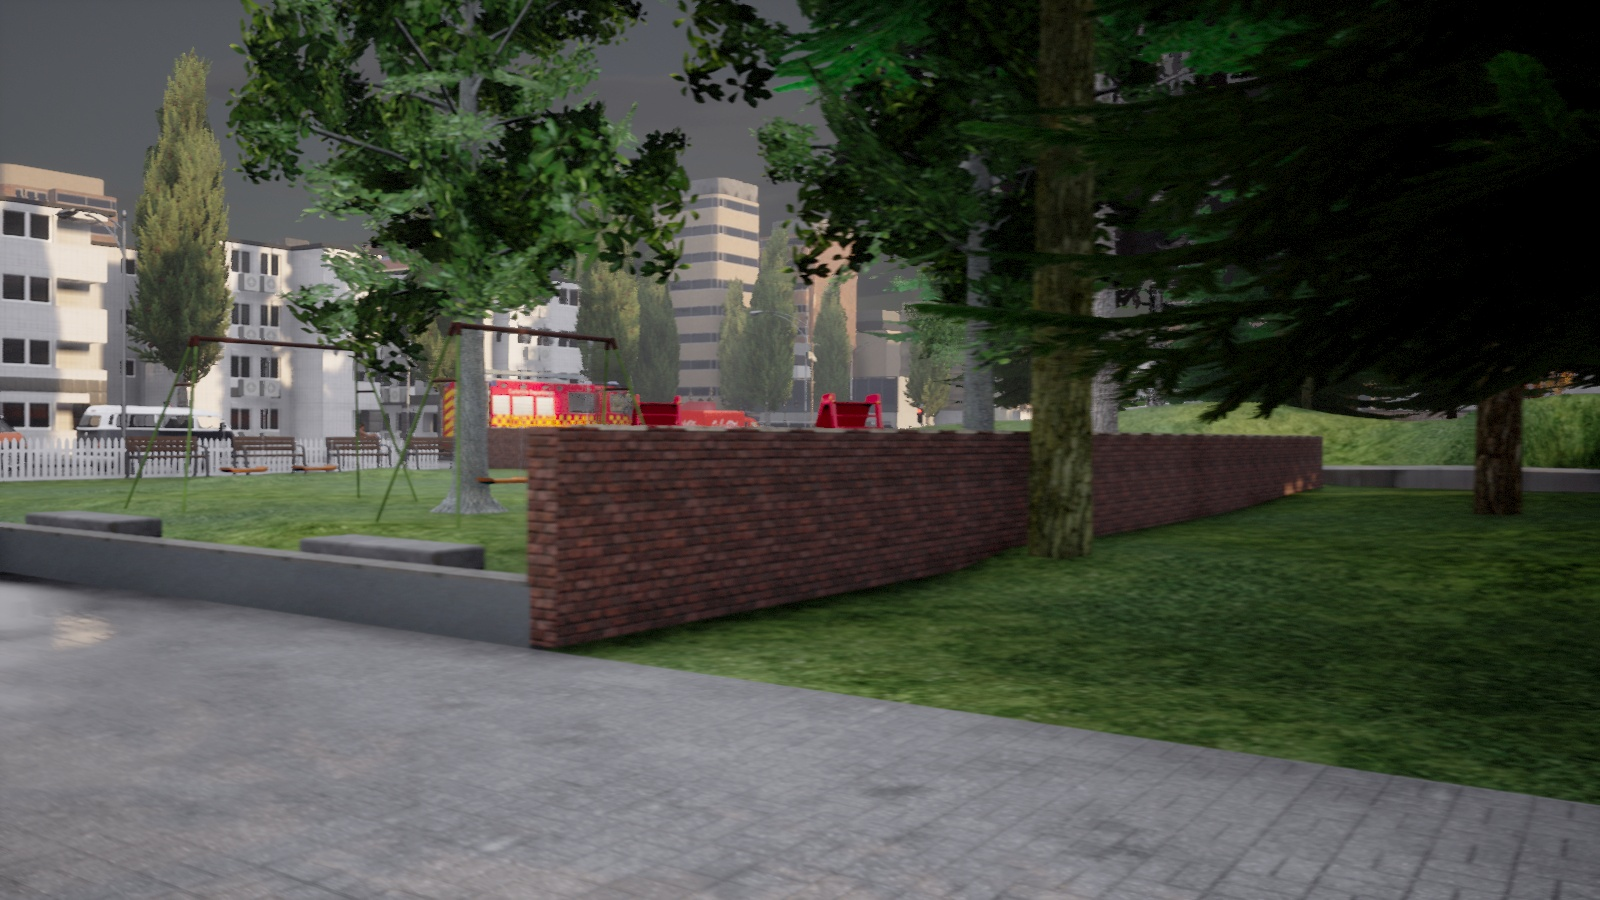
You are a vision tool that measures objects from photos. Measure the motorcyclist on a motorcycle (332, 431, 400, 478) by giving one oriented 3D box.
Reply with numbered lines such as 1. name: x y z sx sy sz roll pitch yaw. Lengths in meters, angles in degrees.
1. motorcyclist on a motorcycle: -15.684 0.132 45.432 0.766 1.649 2.350 0 1 34

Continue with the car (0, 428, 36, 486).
1. car: -25.771 0.232 37.521 2.097 1.767 4.553 0 1 34

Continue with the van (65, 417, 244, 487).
1. van: -19.957 0.031 39.028 2.069 2.038 4.480 0 1 34

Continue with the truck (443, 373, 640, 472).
1. truck: -10.680 -1.131 52.927 2.891 3.827 8.468 0 1 34

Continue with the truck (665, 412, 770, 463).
1. truck: -4.069 -0.648 62.837 2.627 2.467 5.204 0 1 34
